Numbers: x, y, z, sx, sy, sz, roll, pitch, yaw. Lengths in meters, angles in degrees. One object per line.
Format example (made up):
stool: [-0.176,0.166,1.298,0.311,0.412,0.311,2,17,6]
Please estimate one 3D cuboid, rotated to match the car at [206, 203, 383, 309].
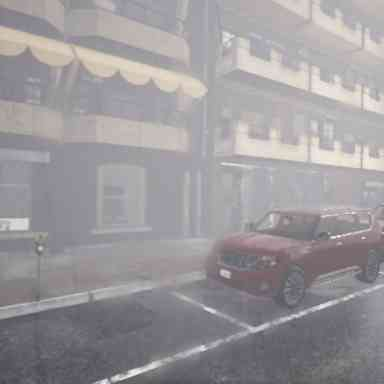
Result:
car: [2.713,1.278,8.008,5.009,1.841,2.192,0,2,-35]
